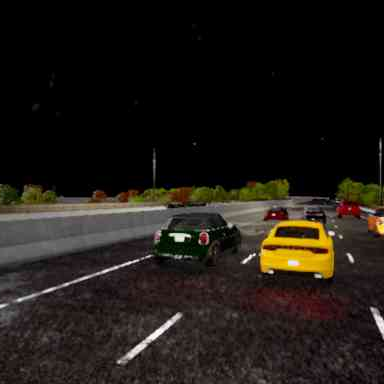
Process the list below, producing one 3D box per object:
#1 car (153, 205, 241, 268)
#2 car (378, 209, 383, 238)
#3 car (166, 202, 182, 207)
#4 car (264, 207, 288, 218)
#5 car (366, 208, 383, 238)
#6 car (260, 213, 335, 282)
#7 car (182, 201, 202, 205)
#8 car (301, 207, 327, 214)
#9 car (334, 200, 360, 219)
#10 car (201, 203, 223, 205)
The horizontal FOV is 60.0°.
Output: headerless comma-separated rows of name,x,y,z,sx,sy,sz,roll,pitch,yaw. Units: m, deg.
car,0.383,1.532,12.404,2.097,1.767,4.553,0,-1,21
car,9.820,1.767,14.702,1.801,1.575,5.366,0,-1,21
car,-2.584,2.284,53.286,1.994,1.385,4.181,0,-1,22
car,8.284,2.109,32.572,1.994,1.385,4.181,0,-1,21
car,11.929,1.760,20.084,2.097,1.767,4.553,0,-1,21
car,3.432,1.664,10.603,1.882,1.535,5.008,0,-1,21
car,0.632,2.212,51.911,1.882,1.535,5.008,0,-1,22
car,10.220,1.992,27.922,2.128,1.511,4.902,0,-1,21
car,17.819,1.943,37.980,2.150,2.045,5.566,0,-1,22
car,3.593,2.284,49.899,2.033,1.411,5.357,0,-1,22
